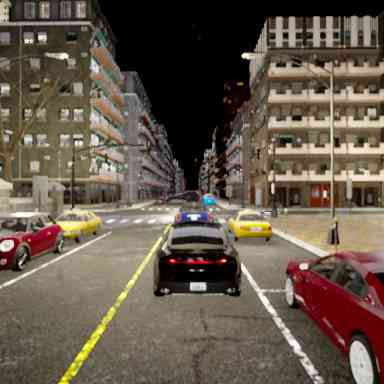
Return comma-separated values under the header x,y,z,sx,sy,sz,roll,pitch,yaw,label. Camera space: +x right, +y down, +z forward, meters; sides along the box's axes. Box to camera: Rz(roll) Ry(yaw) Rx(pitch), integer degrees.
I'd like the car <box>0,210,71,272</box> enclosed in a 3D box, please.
x,y,z,sx,sy,sz,roll,pitch,yaw,label
-5.674,1.432,10.589,1.967,1.590,4.097,1,0,0,car

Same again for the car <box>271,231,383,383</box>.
x,y,z,sx,sy,sz,roll,pitch,yaw,label
2.702,1.541,4.948,1.887,1.381,4.507,1,0,0,car

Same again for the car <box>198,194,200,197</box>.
x,y,z,sx,sy,sz,roll,pitch,yaw,label
2.736,1.470,65.517,1.947,1.339,4.313,1,0,0,car

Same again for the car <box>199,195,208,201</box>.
x,y,z,sx,sy,sz,roll,pitch,yaw,label
2.746,1.415,82.529,2.008,1.369,4.403,1,0,0,car

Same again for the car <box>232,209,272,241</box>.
x,y,z,sx,sy,sz,roll,pitch,yaw,label
2.709,1.511,16.352,1.752,1.417,4.829,1,0,0,car

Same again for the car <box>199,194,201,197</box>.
x,y,z,sx,sy,sz,roll,pitch,yaw,label
2.733,1.461,59.847,1.887,1.381,4.507,1,0,0,car

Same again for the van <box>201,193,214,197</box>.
x,y,z,sx,sy,sz,roll,pitch,yaw,label
2.733,1.269,54.174,1.690,1.788,3.998,1,0,0,van

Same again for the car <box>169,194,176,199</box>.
x,y,z,sx,sy,sz,roll,pitch,yaw,label
-5.632,1.430,88.262,1.802,1.307,4.206,1,0,0,car

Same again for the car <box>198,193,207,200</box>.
x,y,z,sx,sy,sz,roll,pitch,yaw,label
2.752,1.164,88.200,2.192,1.841,5.009,1,0,0,car

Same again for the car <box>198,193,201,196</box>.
x,y,z,sx,sy,sz,roll,pitch,yaw,label
2.741,1.332,71.187,1.967,1.590,4.097,1,0,0,car

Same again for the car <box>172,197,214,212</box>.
x,y,z,sx,sy,sz,roll,pitch,yaw,label
0.131,1.335,18.830,2.097,1.767,4.553,0,0,1,car

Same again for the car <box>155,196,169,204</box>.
x,y,z,sx,sy,sz,roll,pitch,yaw,label
-5.648,1.498,59.907,1.802,1.307,4.206,1,0,0,car

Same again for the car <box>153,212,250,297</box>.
x,y,z,sx,sy,sz,roll,pitch,yaw,label
0.108,1.498,8.570,1.837,1.490,4.892,0,0,0,car

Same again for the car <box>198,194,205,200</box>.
x,y,z,sx,sy,sz,roll,pitch,yaw,label
2.753,1.358,94.041,1.752,1.417,4.829,1,0,0,car

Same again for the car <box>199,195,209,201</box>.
x,y,z,sx,sy,sz,roll,pitch,yaw,label
2.743,1.429,76.858,2.008,1.369,4.403,1,0,0,car

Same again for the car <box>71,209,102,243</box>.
x,y,z,sx,sy,sz,roll,pitch,yaw,label
-5.672,1.512,16.033,1.752,1.417,4.829,1,0,0,car
